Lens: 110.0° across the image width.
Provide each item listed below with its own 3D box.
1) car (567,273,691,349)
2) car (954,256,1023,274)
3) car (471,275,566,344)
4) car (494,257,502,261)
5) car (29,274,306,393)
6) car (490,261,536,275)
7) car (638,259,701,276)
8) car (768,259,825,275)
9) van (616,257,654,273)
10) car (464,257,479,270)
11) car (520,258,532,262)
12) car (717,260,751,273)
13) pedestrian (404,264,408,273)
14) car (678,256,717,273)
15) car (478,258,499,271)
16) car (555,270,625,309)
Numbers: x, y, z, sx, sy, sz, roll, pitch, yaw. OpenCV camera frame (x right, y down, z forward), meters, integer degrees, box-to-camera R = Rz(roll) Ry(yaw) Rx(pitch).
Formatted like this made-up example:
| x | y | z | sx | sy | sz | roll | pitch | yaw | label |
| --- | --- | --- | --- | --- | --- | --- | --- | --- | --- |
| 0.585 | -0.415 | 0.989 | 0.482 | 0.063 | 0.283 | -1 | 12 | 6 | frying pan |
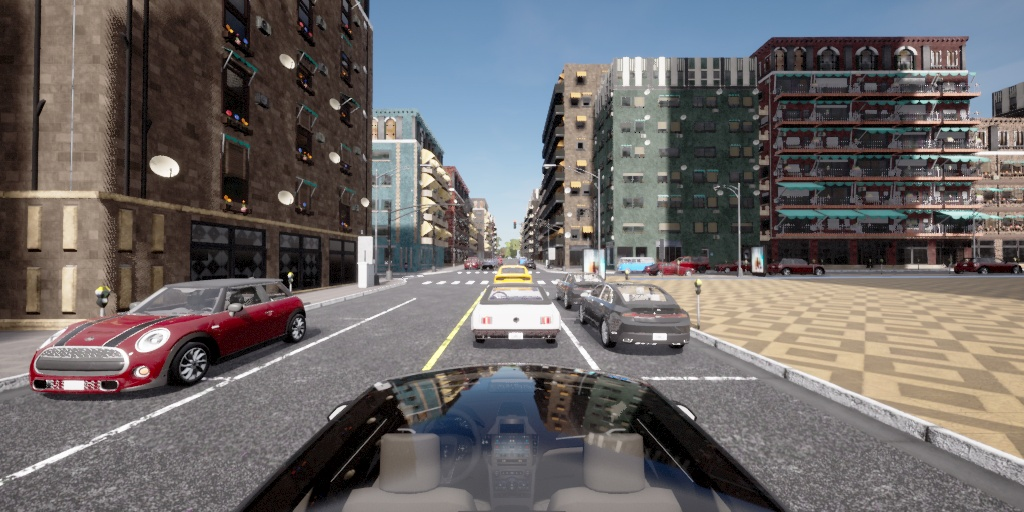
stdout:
| x | y | z | sx | sy | sz | roll | pitch | yaw | label |
| --- | --- | --- | --- | --- | --- | --- | --- | --- | --- |
| 2.805 | 1.303 | 9.011 | 2.007 | 1.370 | 4.403 | 0 | 0 | 0 | car |
| 41.281 | 0.811 | 31.093 | 4.097 | 1.591 | 1.967 | 0 | 0 | 0 | car |
| 0.082 | 1.353 | 9.593 | 1.895 | 1.301 | 4.718 | 0 | 0 | 0 | car |
| -3.211 | 1.319 | 60.157 | 2.033 | 1.411 | 5.357 | 0 | 0 | 0 | car |
| -5.830 | 1.191 | 6.756 | 1.967 | 1.591 | 4.097 | 0 | 0 | 0 | car |
| 0.055 | 1.233 | 19.047 | 1.882 | 1.535 | 5.008 | 0 | 0 | 0 | car |
| 13.644 | 1.163 | 31.231 | 4.207 | 1.307 | 1.802 | 0 | 0 | 0 | car |
| 24.699 | 0.936 | 31.176 | 4.097 | 1.591 | 1.967 | 0 | 0 | 0 | car |
| 13.688 | 1.046 | 39.611 | 3.998 | 1.789 | 1.690 | 0 | 0 | 0 | van |
| -5.801 | 1.083 | 52.794 | 2.192 | 1.841 | 5.009 | 0 | 0 | 0 | car |
| 2.580 | 1.334 | 52.773 | 1.948 | 1.339 | 4.313 | 0 | 0 | 0 | car |
| 24.743 | 1.165 | 39.556 | 4.507 | 1.381 | 1.888 | 0 | 0 | 0 | car |
| -12.618 | 1.097 | 42.705 | 0.375 | 1.860 | 0.375 | 0 | 0 | 0 | pedestrian |
| 19.215 | 0.977 | 39.583 | 5.009 | 1.841 | 2.192 | 0 | 0 | 0 | car |
| -3.222 | 1.368 | 50.464 | 1.895 | 1.301 | 4.718 | 0 | 0 | 1 | car |
| 2.793 | 1.304 | 14.580 | 2.007 | 1.370 | 4.403 | 0 | 0 | 0 | car |
